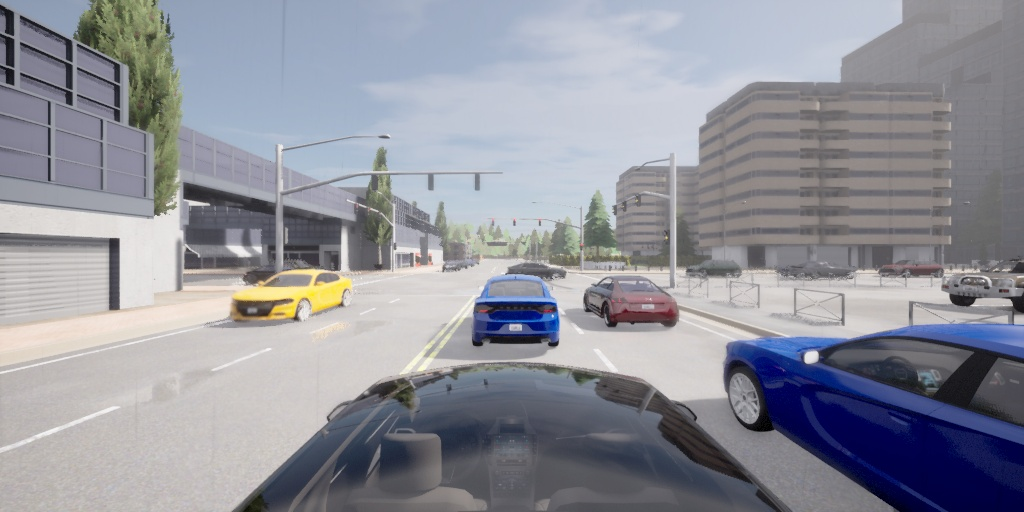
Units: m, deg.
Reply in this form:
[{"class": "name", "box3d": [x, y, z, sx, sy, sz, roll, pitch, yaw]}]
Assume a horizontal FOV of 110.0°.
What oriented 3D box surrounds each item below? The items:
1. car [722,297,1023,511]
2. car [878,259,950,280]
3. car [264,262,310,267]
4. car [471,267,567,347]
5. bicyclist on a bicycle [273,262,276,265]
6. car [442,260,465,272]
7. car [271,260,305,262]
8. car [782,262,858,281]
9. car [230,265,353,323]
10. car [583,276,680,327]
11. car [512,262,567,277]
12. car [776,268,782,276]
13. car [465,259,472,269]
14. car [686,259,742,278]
[{"class": "car", "box3d": [3.602, 1.228, 2.546, 1.882, 1.535, 5.008, 0, 0, 0]}, {"class": "car", "box3d": [37.457, 1.102, 33.749, 4.553, 1.767, 2.097, 0, 0, -1]}, {"class": "car", "box3d": [-16.006, 1.314, 24.752, 4.181, 1.385, 1.994, 0, 0, -1]}, {"class": "car", "box3d": [0.091, 1.228, 9.396, 1.882, 1.535, 5.008, 0, 0, 0]}, {"class": "bicyclist on a bicycle", "box3d": [-25.855, 1.053, 39.601, 0.582, 1.620, 1.656, 0, 0, -1]}, {"class": "car", "box3d": [-7.866, 1.242, 46.786, 2.128, 1.511, 4.902, 0, 0, 0]}, {"class": "car", "box3d": [-16.941, 1.102, 28.265, 4.553, 1.767, 2.097, 0, 0, -1]}, {"class": "car", "box3d": [25.900, 1.241, 29.819, 4.902, 1.511, 2.128, 0, 0, -1]}, {"class": "car", "box3d": [-7.226, 1.227, 12.334, 1.882, 1.535, 5.008, 0, 0, -3]}, {"class": "car", "box3d": [3.598, 1.314, 11.529, 1.994, 1.385, 4.181, 0, 0, 0]}, {"class": "car", "box3d": [1.982, 1.255, 29.143, 4.892, 1.490, 1.837, 0, 0, -3]}, {"class": "car", "box3d": [27.661, 1.351, 33.558, 4.718, 1.301, 1.895, 0, 0, -1]}, {"class": "car", "box3d": [-8.008, 1.314, 56.746, 1.994, 1.385, 4.181, 0, 0, -1]}, {"class": "car", "box3d": [18.674, 1.102, 33.369, 4.553, 1.767, 2.097, 0, 0, -1]}]
